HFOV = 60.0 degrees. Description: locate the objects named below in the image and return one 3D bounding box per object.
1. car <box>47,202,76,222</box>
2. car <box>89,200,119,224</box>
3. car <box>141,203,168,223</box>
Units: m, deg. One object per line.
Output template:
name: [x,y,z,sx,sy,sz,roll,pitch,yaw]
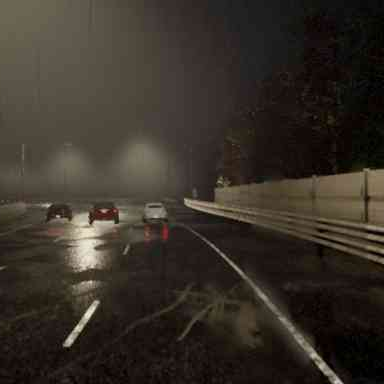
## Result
car: [-10.888,1.616,27.784,1.837,1.490,4.892,0,0,-15]
car: [-6.788,1.431,25.863,2.097,1.767,4.553,0,0,-13]
car: [-3.002,1.579,26.468,1.812,1.442,4.674,0,0,-10]
